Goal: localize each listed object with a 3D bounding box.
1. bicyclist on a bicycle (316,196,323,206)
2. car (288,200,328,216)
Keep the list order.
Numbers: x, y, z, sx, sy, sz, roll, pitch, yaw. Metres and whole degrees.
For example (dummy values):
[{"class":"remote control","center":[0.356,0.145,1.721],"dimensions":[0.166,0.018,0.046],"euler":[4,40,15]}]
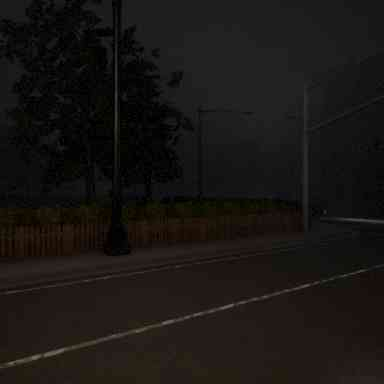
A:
[{"class":"bicyclist on a bicycle","center":[16.101,1.303,42.071],"dimensions":[1.656,1.620,0.582],"euler":[0,0,-35]},{"class":"car","center":[10.266,1.491,31.192],"dimensions":[2.128,1.511,4.902],"euler":[0,0,-35]}]
